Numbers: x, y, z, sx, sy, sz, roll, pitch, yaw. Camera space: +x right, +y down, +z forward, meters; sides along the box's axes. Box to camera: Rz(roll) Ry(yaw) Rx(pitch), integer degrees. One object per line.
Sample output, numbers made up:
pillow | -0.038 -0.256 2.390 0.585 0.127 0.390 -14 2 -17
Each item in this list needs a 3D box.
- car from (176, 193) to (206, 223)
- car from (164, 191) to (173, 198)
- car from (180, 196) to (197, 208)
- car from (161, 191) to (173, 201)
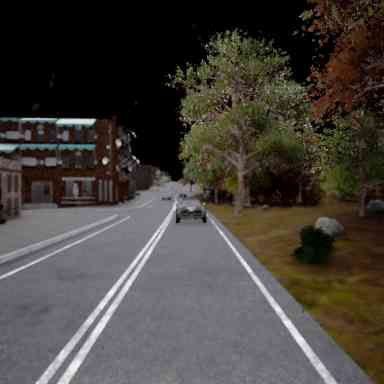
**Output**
car | -0.091 1.194 24.303 2.097 1.767 4.553 0 0 -1
car | -5.429 0.543 77.697 1.882 1.535 5.008 0 1 -3
car | -0.528 1.240 42.490 2.033 1.411 5.357 0 1 -2
car | -4.676 0.923 61.970 1.837 1.490 4.892 0 1 -2
